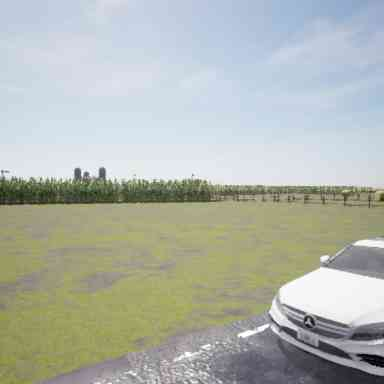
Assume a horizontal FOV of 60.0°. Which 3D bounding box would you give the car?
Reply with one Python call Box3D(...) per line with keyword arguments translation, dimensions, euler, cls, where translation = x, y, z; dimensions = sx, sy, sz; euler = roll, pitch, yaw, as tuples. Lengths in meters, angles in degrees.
Box3D(translation=(3.314, 1.525, 5.450), dimensions=(4.674, 1.442, 1.812), euler=(0, 0, -36), cls="car")
